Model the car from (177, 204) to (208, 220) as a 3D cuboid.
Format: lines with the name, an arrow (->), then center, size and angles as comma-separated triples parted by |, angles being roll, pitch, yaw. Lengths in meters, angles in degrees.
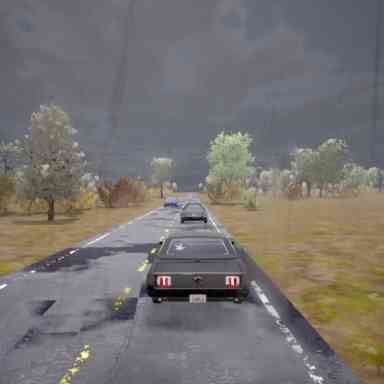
car -> 0.153, 1.560, 25.323 | 1.994, 1.385, 4.181 | 0, 0, 0

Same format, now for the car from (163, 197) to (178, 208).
car -> -2.966, 1.459, 47.453 | 1.882, 1.535, 5.008 | 0, 0, 1

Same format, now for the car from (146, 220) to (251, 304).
car -> 0.116, 1.602, 8.114 | 1.895, 1.301, 4.718 | 0, 0, 0
